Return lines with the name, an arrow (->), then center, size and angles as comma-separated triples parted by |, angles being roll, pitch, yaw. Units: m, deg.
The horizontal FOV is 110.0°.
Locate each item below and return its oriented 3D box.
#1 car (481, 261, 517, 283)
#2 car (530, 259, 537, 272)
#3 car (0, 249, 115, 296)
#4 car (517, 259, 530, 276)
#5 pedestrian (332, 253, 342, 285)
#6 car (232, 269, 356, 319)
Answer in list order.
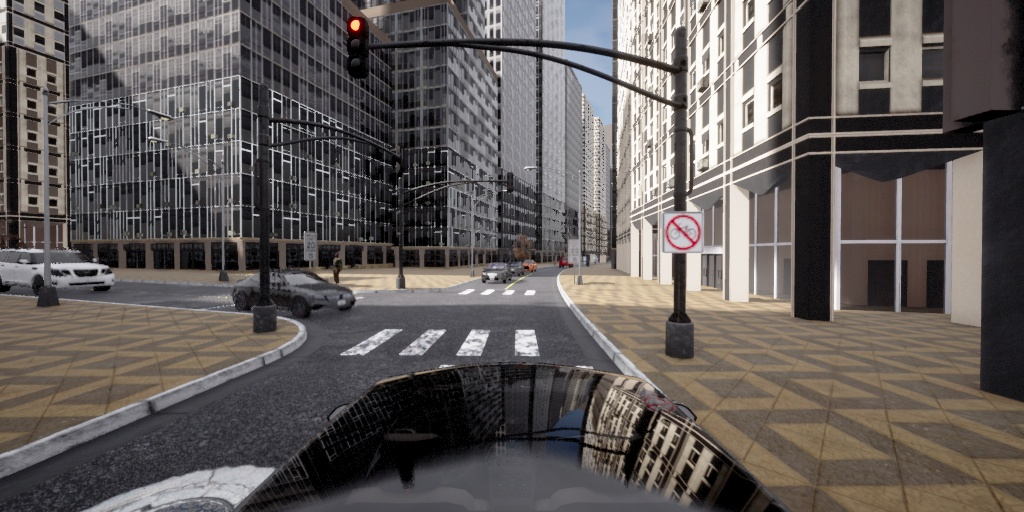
car -> -1.116, 1.276, 28.193 | 2.128, 1.511, 4.902 | 0, 0, 7
car -> 2.010, 1.220, 47.454 | 2.097, 1.767, 4.553 | 0, 0, 12
car -> -21.757, 0.693, 16.940 | 5.566, 2.045, 2.150 | 1, 1, 16
car -> 0.230, 1.311, 37.675 | 2.128, 1.511, 4.902 | 0, 0, 9
pedestrian -> -9.523, 0.716, 19.461 | 0.375, 1.860, 0.375 | 0, 0, 16
car -> -7.635, 1.208, 12.461 | 4.674, 1.442, 1.812 | 1, 1, 23
